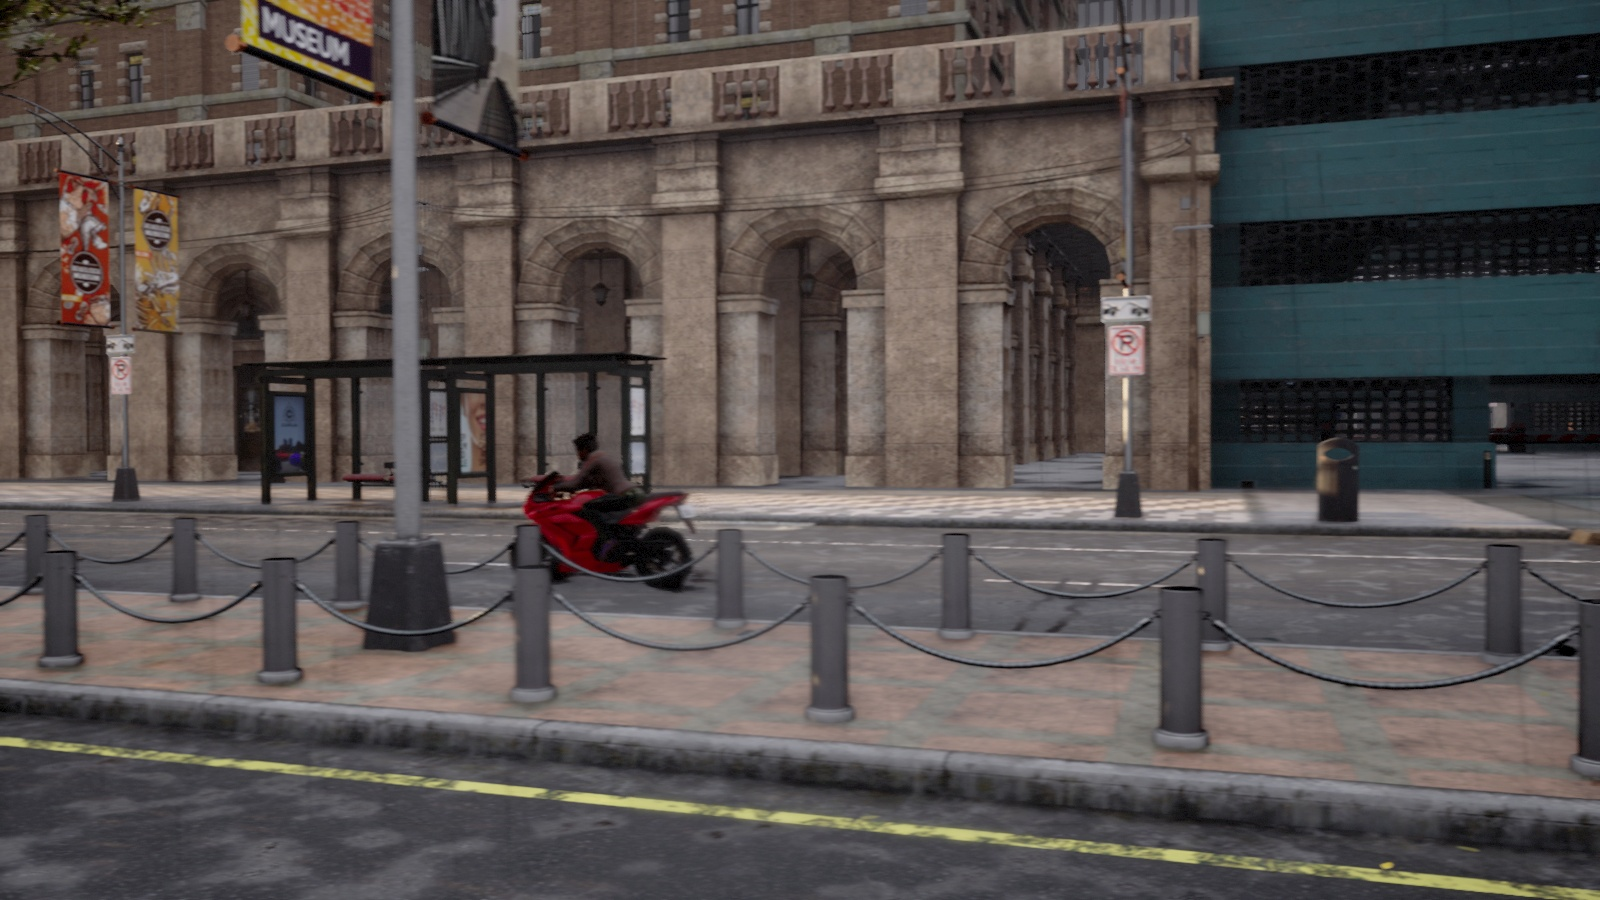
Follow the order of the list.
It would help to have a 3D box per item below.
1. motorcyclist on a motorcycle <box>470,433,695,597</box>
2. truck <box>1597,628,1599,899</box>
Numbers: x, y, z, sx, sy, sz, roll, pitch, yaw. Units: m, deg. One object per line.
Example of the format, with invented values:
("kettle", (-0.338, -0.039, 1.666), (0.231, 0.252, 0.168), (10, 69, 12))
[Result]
("motorcyclist on a motorcycle", (-2.136, 0.594, 12.343), (2.044, 1.523, 0.797), (0, 1, 19))
("truck", (4.448, 0.318, 1.689), (5.204, 2.467, 2.627), (0, 1, 19))
